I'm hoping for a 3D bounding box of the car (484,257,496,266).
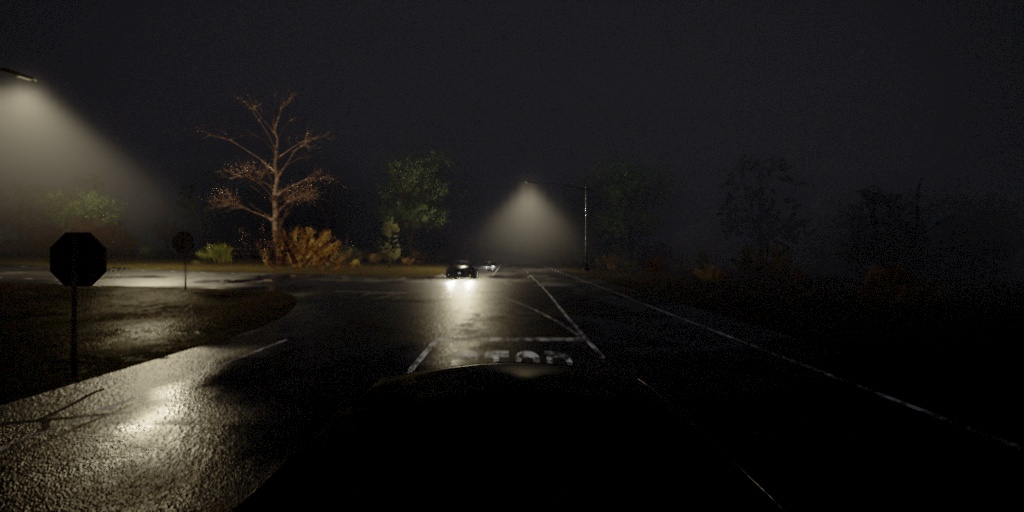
[{"bbox_3d":[-3.787,0.855,61.732,2.128,1.511,4.902,0,0,-1],"label":"car"}]

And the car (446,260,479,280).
[{"bbox_3d":[-3.522,1.012,26.056,1.994,1.385,4.181,1,-2,0],"label":"car"}]
